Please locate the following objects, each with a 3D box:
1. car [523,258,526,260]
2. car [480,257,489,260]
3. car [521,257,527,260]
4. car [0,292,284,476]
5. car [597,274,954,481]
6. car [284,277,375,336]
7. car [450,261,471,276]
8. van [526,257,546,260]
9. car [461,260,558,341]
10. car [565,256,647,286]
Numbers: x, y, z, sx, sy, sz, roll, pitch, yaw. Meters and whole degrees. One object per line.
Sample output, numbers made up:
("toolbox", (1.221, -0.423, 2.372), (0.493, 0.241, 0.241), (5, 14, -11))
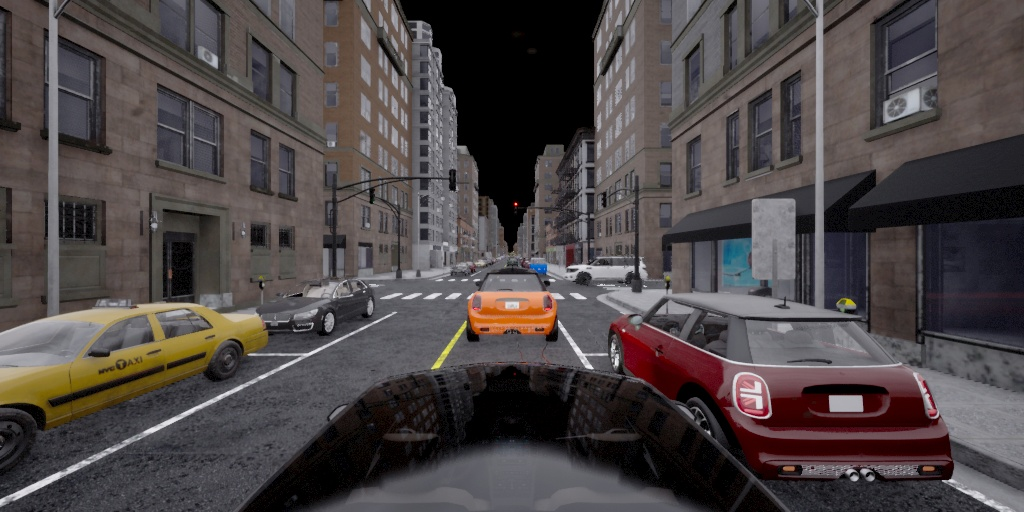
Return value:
("car", (2.709, 1.329, 48.735), (1.802, 1.307, 4.207), (0, 0, 0))
("car", (-5.299, 1.268, 59.934), (1.751, 1.417, 4.829), (0, 0, 0))
("car", (2.726, 1.325, 60.098), (1.802, 1.307, 4.207), (0, 0, 0))
("car", (-5.383, 1.275, 4.606), (1.751, 1.417, 4.829), (0, 0, 0))
("car", (2.642, 1.190, 4.773), (1.967, 1.591, 4.097), (0, 0, 0))
("car", (-5.375, 1.300, 10.295), (2.007, 1.370, 4.403), (0, 0, 0))
("car", (-5.333, 1.298, 37.376), (2.007, 1.370, 4.403), (0, 0, 0))
("van", (2.692, 1.089, 37.373), (1.690, 1.789, 3.998), (0, 0, 0))
("car", (0.024, 1.102, 9.993), (2.097, 1.767, 4.553), (0, 0, 0))
("car", (6.591, 1.019, 25.199), (5.566, 2.045, 2.150), (1, 0, 0))
